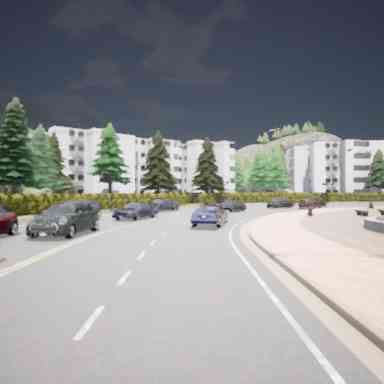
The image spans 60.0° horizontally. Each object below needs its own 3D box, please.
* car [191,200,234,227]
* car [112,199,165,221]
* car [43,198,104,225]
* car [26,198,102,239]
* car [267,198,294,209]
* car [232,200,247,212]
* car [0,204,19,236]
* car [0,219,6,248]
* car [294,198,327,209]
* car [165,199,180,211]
[{"bbox_3d":[1.306,1.536,22.490,2.033,1.411,5.357,0,0,14],"label":"car"},{"bbox_3d":[-4.509,1.538,27.597,2.033,1.411,5.357,0,0,19],"label":"car"},{"bbox_3d":[-8.779,1.346,25.147,2.097,1.767,4.553,0,0,15],"label":"car"},{"bbox_3d":[-6.581,1.349,17.388,2.097,1.767,4.553,0,0,6],"label":"car"},{"bbox_3d":[12.291,1.534,46.017,4.181,1.385,1.994,0,0,-36],"label":"car"},{"bbox_3d":[4.495,1.543,37.285,1.994,1.385,4.181,0,0,35],"label":"car"},{"bbox_3d":[-10.198,1.352,15.484,2.097,1.767,4.553,0,0,4],"label":"car"},{"bbox_3d":[-7.047,1.602,8.363,1.895,1.301,4.718,0,0,1],"label":"car"},{"bbox_3d":[16.133,1.493,44.375,4.674,1.442,1.812,0,0,-37],"label":"car"},{"bbox_3d":[-3.499,1.532,38.238,2.033,1.411,5.357,0,0,31],"label":"car"}]
